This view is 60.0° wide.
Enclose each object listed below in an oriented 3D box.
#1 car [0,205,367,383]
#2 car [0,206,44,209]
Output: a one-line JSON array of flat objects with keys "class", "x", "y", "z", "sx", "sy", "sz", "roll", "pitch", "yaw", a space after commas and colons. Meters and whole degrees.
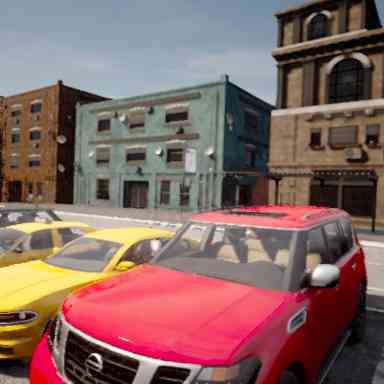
[{"class": "car", "x": 0.862, "y": 1.260, "z": 4.522, "sx": 2.435, "sy": 2.045, "sz": 5.566, "roll": 2, "pitch": 0, "yaw": 36}, {"class": "car", "x": -5.765, "y": 1.210, "z": 9.394, "sx": 2.185, "sy": 1.767, "sz": 4.553, "roll": 2, "pitch": 0, "yaw": 36}]
